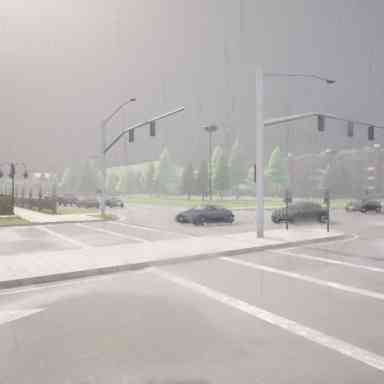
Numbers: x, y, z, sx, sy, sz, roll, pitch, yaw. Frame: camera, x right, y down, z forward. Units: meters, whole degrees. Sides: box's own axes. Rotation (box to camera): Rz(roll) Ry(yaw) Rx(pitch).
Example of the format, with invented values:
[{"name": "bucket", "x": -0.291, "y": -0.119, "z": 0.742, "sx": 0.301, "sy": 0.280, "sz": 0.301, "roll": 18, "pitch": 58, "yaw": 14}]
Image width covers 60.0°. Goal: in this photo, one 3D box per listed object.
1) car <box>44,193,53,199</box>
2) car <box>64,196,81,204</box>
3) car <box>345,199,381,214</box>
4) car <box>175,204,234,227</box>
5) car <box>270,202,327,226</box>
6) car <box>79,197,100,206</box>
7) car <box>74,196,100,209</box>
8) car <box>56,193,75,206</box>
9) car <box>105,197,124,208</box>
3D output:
[{"name": "car", "x": -26.038, "y": 1.221, "z": 61.947, "sx": 2.150, "sy": 2.045, "sz": 5.566, "roll": 0, "pitch": 0, "yaw": -35}, {"name": "car", "x": -22.954, "y": 1.564, "z": 63.658, "sx": 1.994, "sy": 1.385, "sz": 4.181, "roll": 0, "pitch": 0, "yaw": -36}, {"name": "car", "x": 18.236, "y": 1.491, "z": 35.373, "sx": 4.902, "sy": 1.511, "sz": 2.128, "roll": 0, "pitch": 0, "yaw": -35}, {"name": "car", "x": 0.922, "y": 1.564, "z": 23.055, "sx": 4.181, "sy": 1.385, "sz": 1.994, "roll": 0, "pitch": 0, "yaw": -35}, {"name": "car", "x": 7.633, "y": 1.504, "z": 23.534, "sx": 4.892, "sy": 1.490, "sz": 1.837, "roll": 0, "pitch": 0, "yaw": -35}, {"name": "car", "x": -17.146, "y": 1.564, "z": 55.563, "sx": 1.994, "sy": 1.385, "sz": 4.181, "roll": 0, "pitch": 0, "yaw": -36}, {"name": "car", "x": -14.192, "y": 1.601, "z": 45.524, "sx": 1.895, "sy": 1.301, "sz": 4.718, "roll": 0, "pitch": 0, "yaw": -36}, {"name": "car", "x": -19.903, "y": 1.221, "z": 53.400, "sx": 2.150, "sy": 2.045, "sz": 5.566, "roll": 0, "pitch": 0, "yaw": -36}, {"name": "car", "x": -11.387, "y": 1.491, "z": 47.620, "sx": 2.128, "sy": 1.511, "sz": 4.902, "roll": 0, "pitch": 0, "yaw": -36}]
